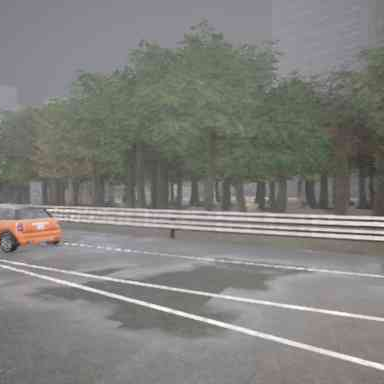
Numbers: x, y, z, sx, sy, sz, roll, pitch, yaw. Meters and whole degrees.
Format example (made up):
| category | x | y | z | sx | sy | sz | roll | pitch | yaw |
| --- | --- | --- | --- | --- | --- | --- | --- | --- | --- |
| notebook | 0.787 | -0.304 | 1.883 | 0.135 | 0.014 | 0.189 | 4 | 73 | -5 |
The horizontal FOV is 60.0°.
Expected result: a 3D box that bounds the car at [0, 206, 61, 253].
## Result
| category | x | y | z | sx | sy | sz | roll | pitch | yaw |
| --- | --- | --- | --- | --- | --- | --- | --- | --- | --- |
| car | -7.624 | 1.361 | 13.941 | 4.553 | 1.767 | 2.097 | 0 | 0 | 32 |
